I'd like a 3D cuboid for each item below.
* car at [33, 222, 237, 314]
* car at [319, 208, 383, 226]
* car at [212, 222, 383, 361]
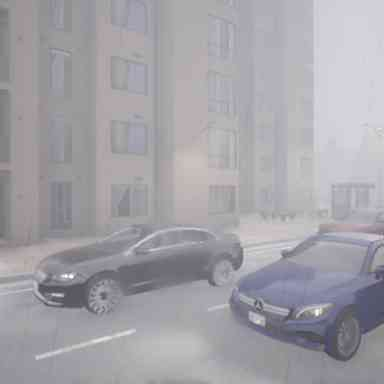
[{"bbox_3d":[-0.942,1.482,7.660,4.902,1.511,2.128,0,0,-37],"label":"car"},{"bbox_3d":[7.140,1.433,13.629,5.008,1.535,1.882,0,0,-36],"label":"car"},{"bbox_3d":[2.774,1.507,6.032,4.674,1.442,1.812,0,0,-37],"label":"car"}]
